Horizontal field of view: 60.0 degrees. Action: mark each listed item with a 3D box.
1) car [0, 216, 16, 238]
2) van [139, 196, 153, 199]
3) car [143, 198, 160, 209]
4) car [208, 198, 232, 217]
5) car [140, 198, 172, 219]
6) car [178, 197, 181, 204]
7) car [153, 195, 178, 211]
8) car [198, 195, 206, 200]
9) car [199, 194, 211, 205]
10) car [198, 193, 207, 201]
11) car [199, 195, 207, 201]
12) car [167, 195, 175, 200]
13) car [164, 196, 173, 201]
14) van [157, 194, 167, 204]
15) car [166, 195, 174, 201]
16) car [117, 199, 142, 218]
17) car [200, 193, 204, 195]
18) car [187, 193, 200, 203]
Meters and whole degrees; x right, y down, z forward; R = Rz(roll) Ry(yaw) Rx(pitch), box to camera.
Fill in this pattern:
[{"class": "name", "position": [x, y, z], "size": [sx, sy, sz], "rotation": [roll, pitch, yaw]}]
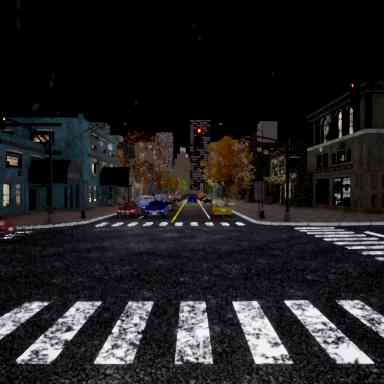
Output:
[{"class": "car", "position": [-10.887, 1.621, 15.754], "size": [4.674, 1.442, 1.812], "rotation": [-1, 1, -1]}, {"class": "van", "position": [-5.700, 1.333, 41.497], "size": [1.690, 1.788, 3.998], "rotation": [0, 0, 0]}, {"class": "car", "position": [-5.699, 1.536, 47.045], "size": [1.887, 1.381, 4.507], "rotation": [0, 0, 0]}, {"class": "car", "position": [2.683, 1.520, 30.577], "size": [1.752, 1.417, 4.829], "rotation": [-1, 0, 0]}, {"class": "car", "position": [-3.121, 1.520, 29.660], "size": [1.812, 1.442, 4.674], "rotation": [0, 0, 0]}, {"class": "car", "position": [-3.092, 1.554, 49.661], "size": [1.994, 1.385, 4.181], "rotation": [0, 0, 1]}, {"class": "car", "position": [-3.105, 1.484, 39.831], "size": [2.128, 1.511, 4.902], "rotation": [0, 0, 0]}, {"class": "car", "position": [2.675, 1.524, 91.416], "size": [1.887, 1.381, 4.507], "rotation": [-1, 0, 0]}, {"class": "car", "position": [2.680, 1.539, 58.138], "size": [2.008, 1.369, 4.403], "rotation": [-1, 0, 0]}, {"class": "car", "position": [2.673, 1.296, 85.870], "size": [2.192, 1.841, 5.009], "rotation": [-1, 0, 0]}, {"class": "car", "position": [2.677, 1.528, 80.323], "size": [1.887, 1.381, 4.507], "rotation": [-1, 0, 0]}, {"class": "car", "position": [-5.706, 1.562, 91.414], "size": [1.802, 1.307, 4.206], "rotation": [0, 0, 0]}, {"class": "car", "position": [-5.704, 1.549, 80.322], "size": [1.947, 1.339, 4.313], "rotation": [0, 0, 0]}, {"class": "van", "position": [-5.703, 1.328, 63.683], "size": [1.690, 1.788, 3.998], "rotation": [0, 0, 0]}, {"class": "car", "position": [-5.705, 1.526, 85.868], "size": [1.887, 1.381, 4.507], "rotation": [0, 0, 0]}, {"class": "car", "position": [-5.696, 1.577, 30.405], "size": [1.802, 1.307, 4.206], "rotation": [0, 0, 0]}, {"class": "car", "position": [2.677, 1.550, 74.777], "size": [1.947, 1.339, 4.313], "rotation": [-1, 0, 0]}, {"class": "car", "position": [0.091, 1.464, 66.786], "size": [1.882, 1.535, 5.008], "rotation": [0, 0, 0]}]
